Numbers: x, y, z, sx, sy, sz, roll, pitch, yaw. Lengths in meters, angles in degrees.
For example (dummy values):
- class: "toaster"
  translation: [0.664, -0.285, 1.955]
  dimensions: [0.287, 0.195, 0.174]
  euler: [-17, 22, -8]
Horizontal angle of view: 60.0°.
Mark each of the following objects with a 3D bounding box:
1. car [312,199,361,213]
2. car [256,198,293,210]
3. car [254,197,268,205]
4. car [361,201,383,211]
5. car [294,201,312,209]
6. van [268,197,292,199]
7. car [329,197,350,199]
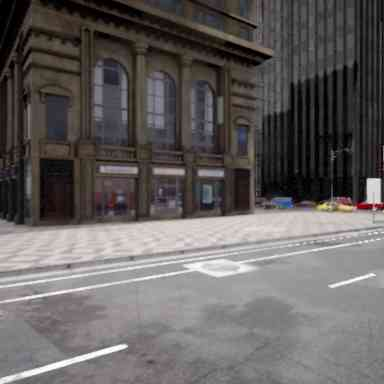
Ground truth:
- class: "car"
  translation: [18.003, 1.890, 41.705]
  dimensions: [1.752, 1.417, 4.829]
  euler: [-1, 0, -35]
- class: "car"
  translation: [12.247, 2.050, 49.811]
  dimensions: [2.008, 1.369, 4.403]
  euler: [-1, 0, -35]
- class: "car"
  translation: [13.096, 1.931, 63.377]
  dimensions: [2.192, 1.841, 5.009]
  euler: [-1, 0, -35]
- class: "car"
  translation: [24.864, 1.887, 46.773]
  dimensions: [1.887, 1.381, 4.507]
  euler: [-1, 0, -35]
- class: "car"
  translation: [18.983, 2.062, 55.074]
  dimensions: [1.802, 1.307, 4.206]
  euler: [-1, 0, -35]
- class: "van"
  translation: [16.037, 1.889, 59.226]
  dimensions: [1.690, 1.788, 3.998]
  euler: [-1, 0, -35]
- class: "car"
  translation: [21.918, 1.726, 50.924]
  dimensions: [2.192, 1.841, 5.009]
  euler: [-1, 0, -35]
